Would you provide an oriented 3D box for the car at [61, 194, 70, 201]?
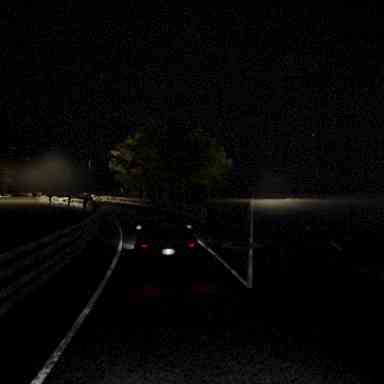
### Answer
[{"bbox_3d":[-22.126,1.150,58.914,2.128,1.511,4.902,0,1,-29],"label":"car"}]

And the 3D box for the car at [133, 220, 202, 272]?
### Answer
[{"bbox_3d":[-0.903,1.600,11.053,1.994,1.385,4.181,0,0,-8],"label":"car"}]

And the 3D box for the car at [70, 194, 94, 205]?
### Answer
[{"bbox_3d":[-16.432,1.146,50.360,2.097,1.767,4.553,0,1,-35],"label":"car"}]
